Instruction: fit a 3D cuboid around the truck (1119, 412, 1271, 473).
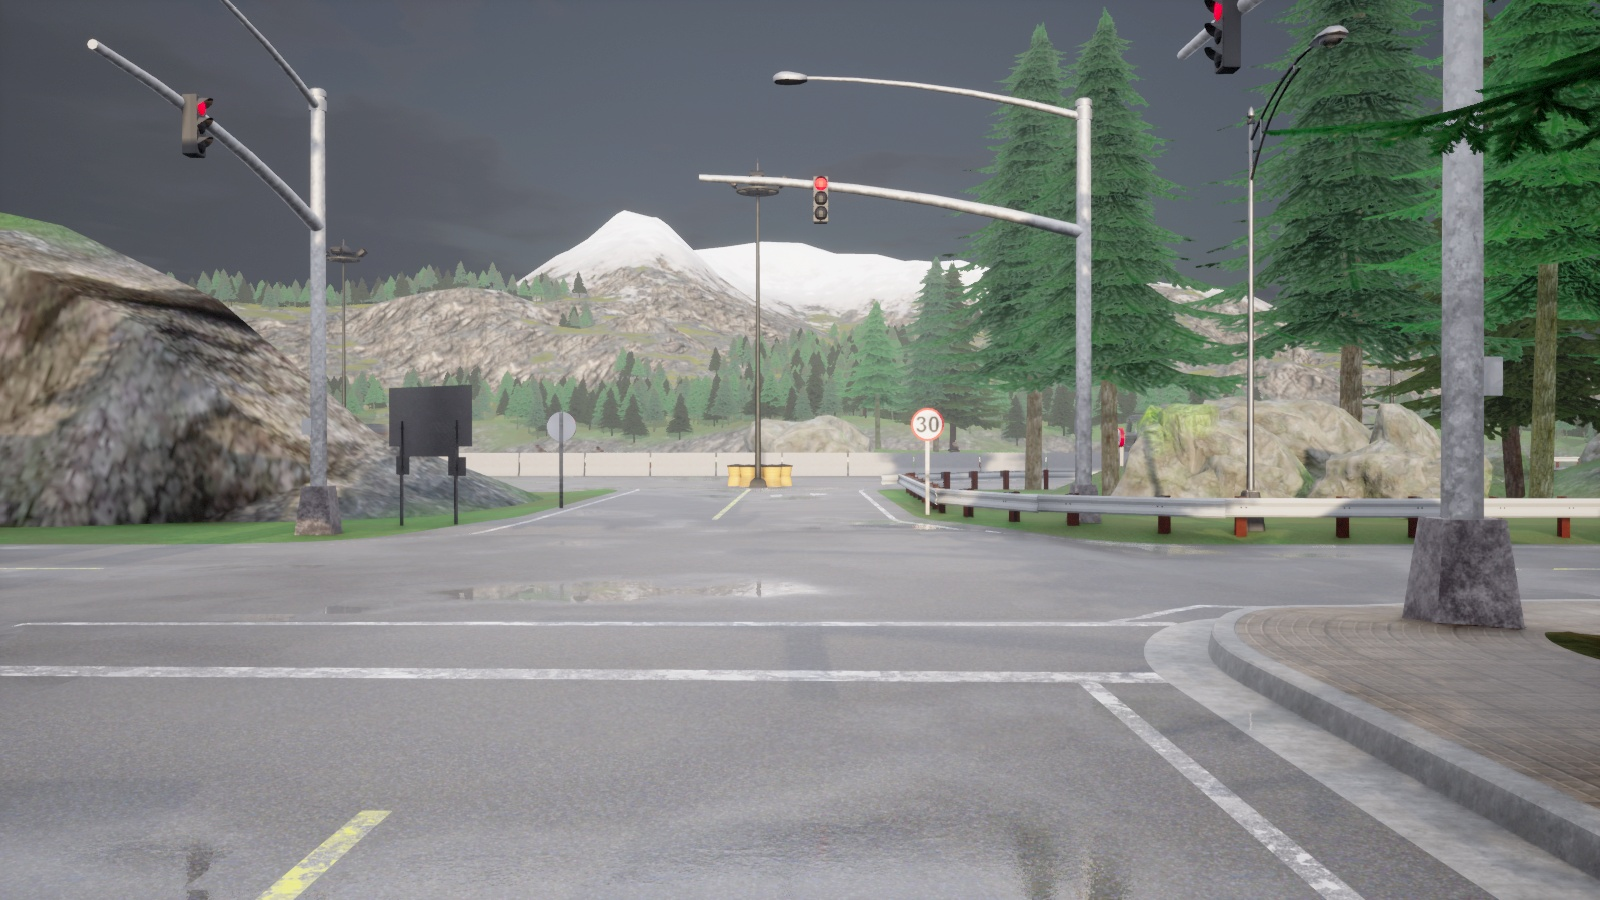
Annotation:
[{"bbox_3d":[22.859,-0.433,73.012,7.936,3.462,2.891,0,0,0],"label":"truck"}]
